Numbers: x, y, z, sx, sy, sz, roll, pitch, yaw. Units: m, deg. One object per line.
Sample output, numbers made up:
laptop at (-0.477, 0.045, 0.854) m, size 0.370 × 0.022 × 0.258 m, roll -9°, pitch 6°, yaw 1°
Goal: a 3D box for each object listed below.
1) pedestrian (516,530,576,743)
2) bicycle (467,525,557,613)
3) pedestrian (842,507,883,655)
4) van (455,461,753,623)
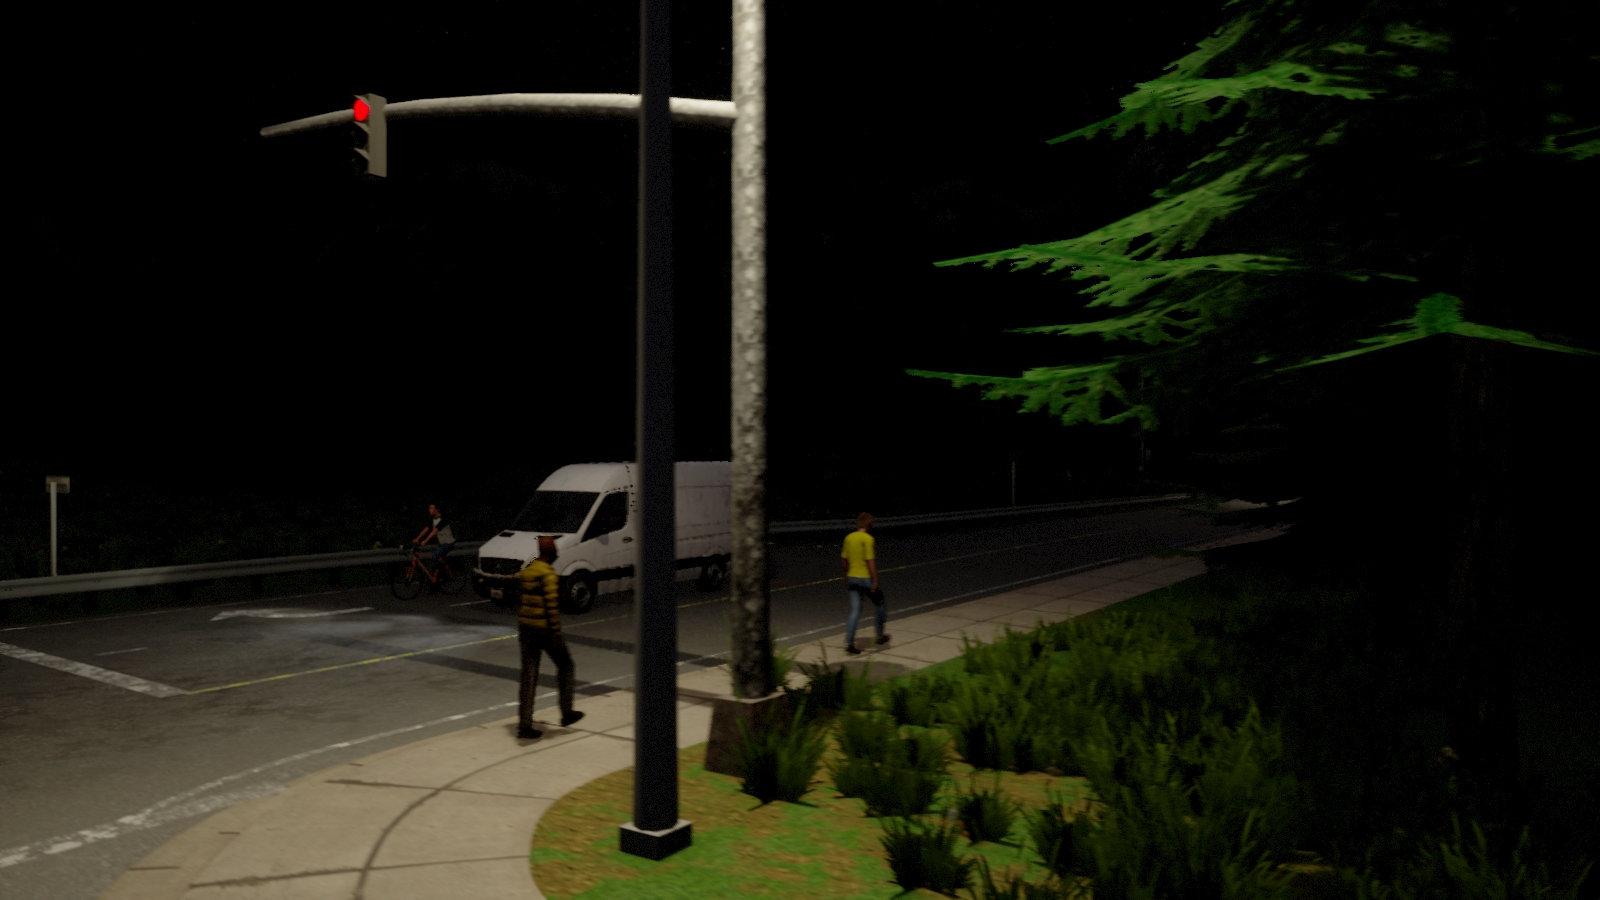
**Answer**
pedestrian at (-2.314, 1.676, 10.409) m, size 0.375 × 1.860 × 0.375 m, roll 0°, pitch 0°, yaw 34°
bicycle at (-5.100, 2.091, 20.304) m, size 0.373 × 1.396 × 1.643 m, roll 0°, pitch 0°, yaw 39°
pedestrian at (0.807, 1.676, 14.767) m, size 0.375 × 1.860 × 0.375 m, roll 0°, pitch 0°, yaw -45°
van at (-3.441, 1.519, 21.500) m, size 1.988 × 2.561 × 5.915 m, roll 0°, pitch 0°, yaw 34°
